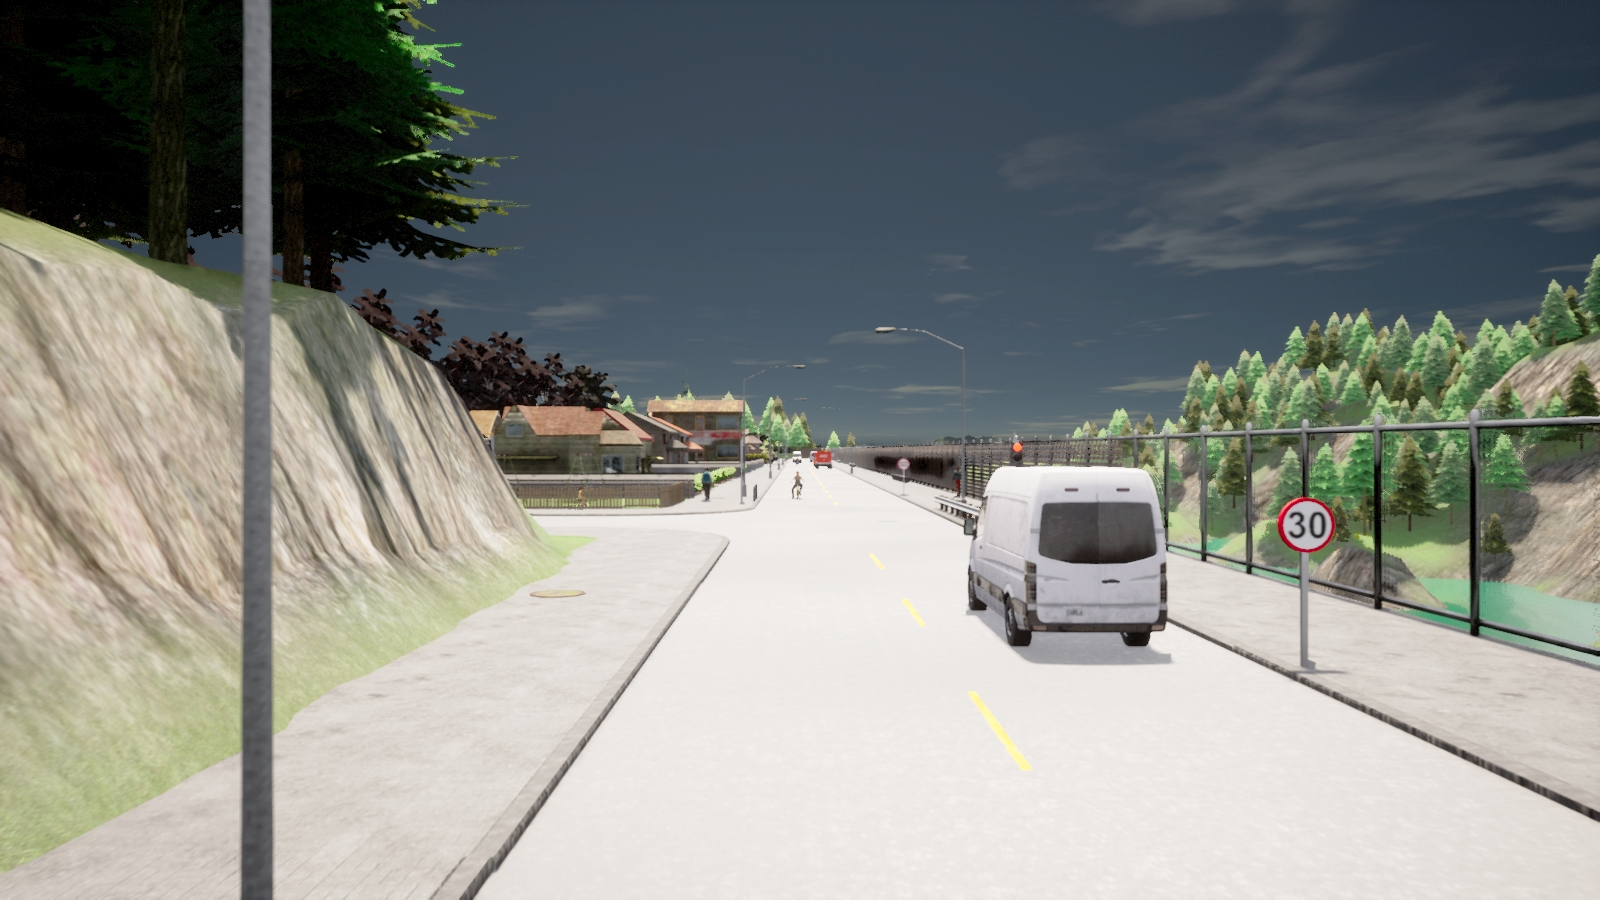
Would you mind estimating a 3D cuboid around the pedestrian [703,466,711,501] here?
[{"bbox_3d":[-4.898,1.759,60.085,0.375,1.860,0.375,0,0,3],"label":"pedestrian"}]

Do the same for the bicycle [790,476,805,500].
[{"bbox_3d":[-0.134,2.172,65.442,0.859,1.276,1.487,0,0,0],"label":"bicycle"}]

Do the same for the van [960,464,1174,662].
[{"bbox_3d":[3.966,1.538,18.140,1.988,2.561,5.915,0,0,0],"label":"van"}]

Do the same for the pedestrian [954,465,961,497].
[{"bbox_3d":[8.941,1.756,64.824,0.375,1.860,0.375,0,0,0],"label":"pedestrian"}]

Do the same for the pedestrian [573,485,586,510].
[{"bbox_3d":[-9.924,2.138,51.487,0.500,1.100,0.500,0,0,-3],"label":"pedestrian"}]
